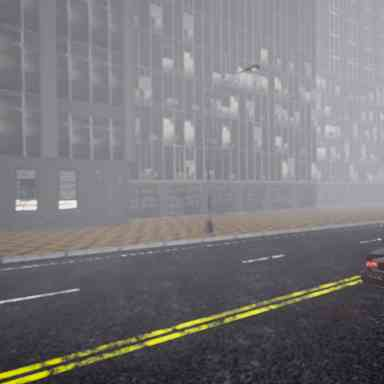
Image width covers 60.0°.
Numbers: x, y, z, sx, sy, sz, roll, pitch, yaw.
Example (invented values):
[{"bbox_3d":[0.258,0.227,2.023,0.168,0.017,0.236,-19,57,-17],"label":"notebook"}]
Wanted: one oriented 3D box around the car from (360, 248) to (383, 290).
[{"bbox_3d":[6.131,1.569,7.878,5.357,1.411,2.033,0,0,-35],"label":"car"}]
